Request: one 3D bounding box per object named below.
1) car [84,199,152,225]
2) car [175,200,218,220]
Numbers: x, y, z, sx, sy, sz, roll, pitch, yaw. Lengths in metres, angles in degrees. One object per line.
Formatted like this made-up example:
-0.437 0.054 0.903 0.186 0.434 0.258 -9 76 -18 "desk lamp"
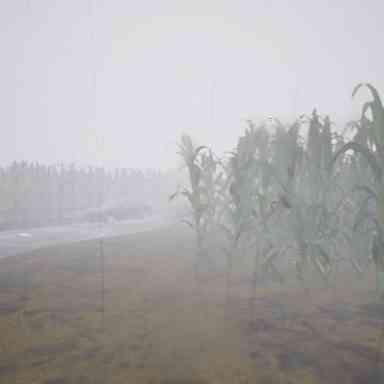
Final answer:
-4.810 1.234 22.145 1.882 1.535 5.008 0 1 36 "car"
0.605 1.236 24.826 1.994 1.385 4.181 0 1 36 "car"
